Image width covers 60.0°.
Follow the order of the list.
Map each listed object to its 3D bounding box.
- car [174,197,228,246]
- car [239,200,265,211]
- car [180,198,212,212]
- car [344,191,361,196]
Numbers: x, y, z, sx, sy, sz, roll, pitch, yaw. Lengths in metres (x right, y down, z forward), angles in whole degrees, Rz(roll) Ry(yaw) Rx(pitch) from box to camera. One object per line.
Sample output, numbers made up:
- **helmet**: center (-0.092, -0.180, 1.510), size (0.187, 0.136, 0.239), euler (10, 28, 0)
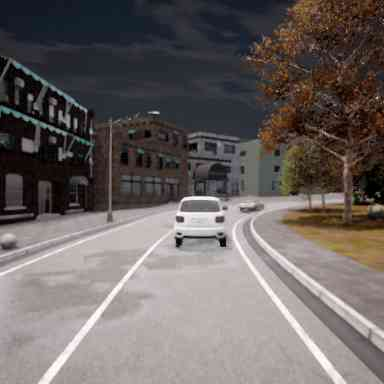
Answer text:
- **car**: center (0.486, 1.231, 15.511), size (2.150, 2.045, 5.566), euler (0, 0, 4)
- **car**: center (7.044, 1.524, 38.653), size (1.895, 1.301, 4.718), euler (0, 0, 28)
- **car**: center (0.556, 1.526, 40.654), size (2.033, 1.411, 5.357), euler (0, 0, 23)
- **car**: center (32.764, 0.516, 66.930), size (5.008, 1.535, 1.882), euler (-2, 0, -28)
